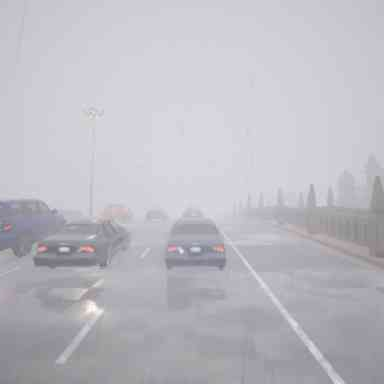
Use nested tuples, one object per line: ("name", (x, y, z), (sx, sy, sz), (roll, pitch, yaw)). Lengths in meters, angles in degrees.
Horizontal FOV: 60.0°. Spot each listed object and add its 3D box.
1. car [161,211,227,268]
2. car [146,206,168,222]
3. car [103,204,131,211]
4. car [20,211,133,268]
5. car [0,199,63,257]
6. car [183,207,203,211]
("car", (0.094, 1.590, 11.350), (2.033, 1.411, 5.357), (0, 0, 0))
("car", (-3.414, 2.160, 32.661), (1.812, 1.442, 4.674), (0, -4, 0))
("car", (-6.913, 1.893, 31.169), (2.097, 1.767, 4.553), (0, -3, 0))
("car", (-3.406, 1.590, 11.372), (2.033, 1.411, 5.357), (0, 0, 0))
("car", (-6.906, 1.271, 13.253), (2.150, 2.045, 5.566), (0, 0, 0))
("car", (0.087, 2.174, 32.306), (1.994, 1.385, 4.181), (0, -4, 0))
